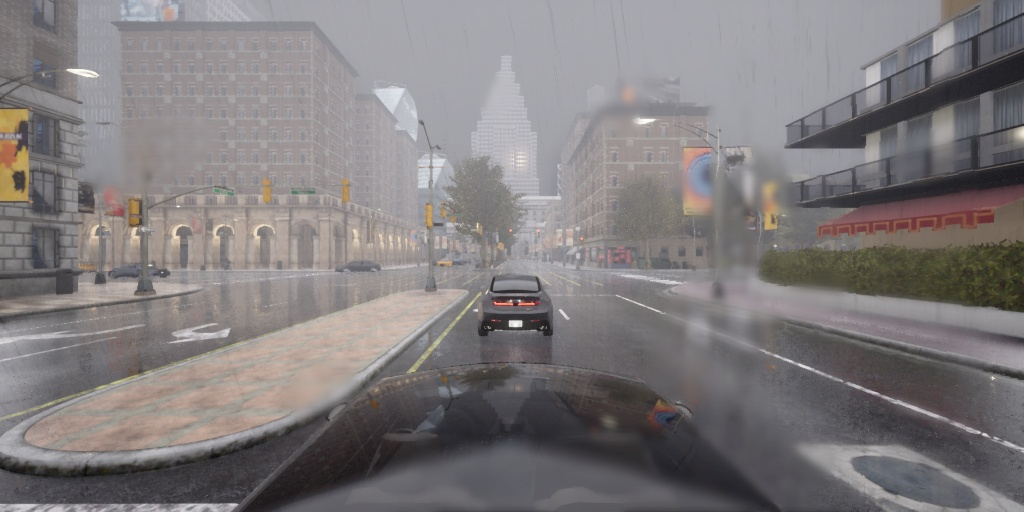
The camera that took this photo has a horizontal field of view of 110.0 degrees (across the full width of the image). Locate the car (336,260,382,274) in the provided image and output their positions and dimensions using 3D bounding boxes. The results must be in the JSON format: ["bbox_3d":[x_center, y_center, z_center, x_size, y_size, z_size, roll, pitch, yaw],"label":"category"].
[{"bbox_3d":[-17.637,1.255,41.346,4.892,1.490,1.837,0,2,-33],"label":"car"}]

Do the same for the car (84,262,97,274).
[{"bbox_3d":[-49.082,1.227,39.598,5.008,1.535,1.882,0,0,0],"label":"car"}]

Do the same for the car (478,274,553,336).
[{"bbox_3d":[0.101,1.255,10.369,1.837,1.490,4.892,0,0,0],"label":"car"}]

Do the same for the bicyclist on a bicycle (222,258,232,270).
[{"bbox_3d":[-37.171,1.050,46.808,0.582,1.620,1.656,0,0,0],"label":"bicyclist on a bicycle"}]

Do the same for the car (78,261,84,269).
[{"bbox_3d":[-42.295,1.276,32.353,4.674,1.442,1.812,0,0,1],"label":"car"}]

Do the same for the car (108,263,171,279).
[{"bbox_3d":[-33.556,1.314,32.352,4.181,1.385,1.994,0,0,0],"label":"car"}]

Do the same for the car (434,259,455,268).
[{"bbox_3d":[-11.400,1.227,60.912,1.882,1.535,5.008,0,0,0],"label":"car"}]
